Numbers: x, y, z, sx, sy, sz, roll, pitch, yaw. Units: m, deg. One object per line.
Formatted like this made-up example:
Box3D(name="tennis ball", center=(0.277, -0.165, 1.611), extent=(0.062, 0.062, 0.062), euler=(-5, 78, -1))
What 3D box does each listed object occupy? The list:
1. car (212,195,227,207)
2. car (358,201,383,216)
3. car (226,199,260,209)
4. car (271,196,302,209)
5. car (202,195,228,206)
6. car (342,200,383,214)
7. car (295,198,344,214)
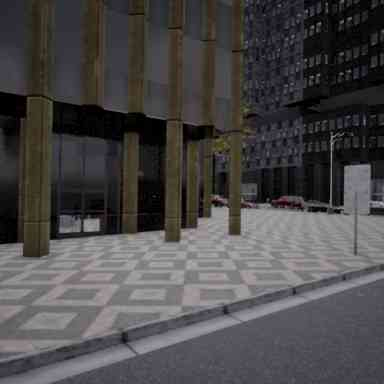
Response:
Box3D(name="car", center=(3.595, 1.308, 47.309), extent=(2.192, 1.841, 5.009), euler=(1, -1, -35))
Box3D(name="car", center=(16.351, 1.514, 29.320), extent=(2.008, 1.369, 4.403), euler=(1, -1, -35))
Box3D(name="car", center=(6.781, 1.567, 42.809), extent=(1.802, 1.307, 4.206), euler=(1, -1, -35))
Box3D(name="car", center=(13.732, 1.482, 47.750), extent=(2.192, 1.841, 5.009), euler=(1, -1, -35))
Box3D(name="car", center=(4.163, 1.507, 61.239), extent=(2.192, 1.841, 5.009), euler=(1, -1, -35))
Box3D(name="car", center=(20.108, 1.703, 38.755), extent=(2.008, 1.369, 4.403), euler=(1, -1, -35))
Box3D(name="car", center=(13.161, 1.536, 33.817), extent=(1.947, 1.339, 4.313), euler=(1, -1, -35))
